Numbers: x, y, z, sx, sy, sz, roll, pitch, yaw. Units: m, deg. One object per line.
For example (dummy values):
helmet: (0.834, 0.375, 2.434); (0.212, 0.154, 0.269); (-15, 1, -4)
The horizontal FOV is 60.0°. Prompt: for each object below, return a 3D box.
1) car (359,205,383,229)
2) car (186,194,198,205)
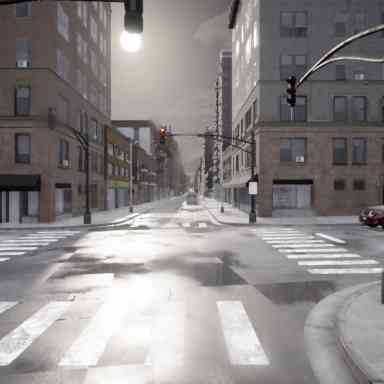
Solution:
car: (12.058, 1.123, 18.418); (5.009, 1.841, 2.192); (-1, 1, 0)
car: (0.000, 1.593, 60.066); (2.033, 1.411, 5.357); (0, 0, 0)
